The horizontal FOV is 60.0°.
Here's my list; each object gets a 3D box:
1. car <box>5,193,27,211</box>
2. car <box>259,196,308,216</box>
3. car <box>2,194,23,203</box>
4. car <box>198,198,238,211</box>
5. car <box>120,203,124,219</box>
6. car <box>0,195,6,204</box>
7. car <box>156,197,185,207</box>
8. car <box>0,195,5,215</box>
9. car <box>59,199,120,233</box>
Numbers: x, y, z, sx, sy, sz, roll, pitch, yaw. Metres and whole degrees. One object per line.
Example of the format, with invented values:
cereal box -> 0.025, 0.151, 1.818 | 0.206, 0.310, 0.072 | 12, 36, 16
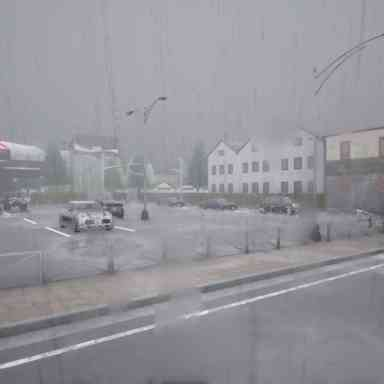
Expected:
car -> -20.168, 1.092, 37.914 | 1.905, 1.878, 3.866 | 0, 0, -36
car -> 8.427, 1.176, 30.575 | 2.097, 1.767, 4.553 | 0, 0, -35
car -> -39.301, 1.328, 72.998 | 3.866, 1.878, 1.905 | 0, 0, -36
car -> 2.892, 1.371, 38.341 | 2.033, 1.411, 5.357 | 0, 0, -36
car -> -6.783, 1.313, 25.511 | 2.007, 1.523, 4.514 | 0, 0, -36
car -> -39.529, 1.495, 65.869 | 4.611, 1.667, 2.242 | 0, 0, -36
car -> -3.111, 1.371, 46.836 | 2.033, 1.411, 5.357 | 0, 0, -35
car -> -18.256, 1.113, 29.604 | 1.932, 1.855, 4.605 | 0, 0, -36
car -> -5.654, 1.248, 17.647 | 1.970, 1.475, 3.806 | 0, 0, -36
